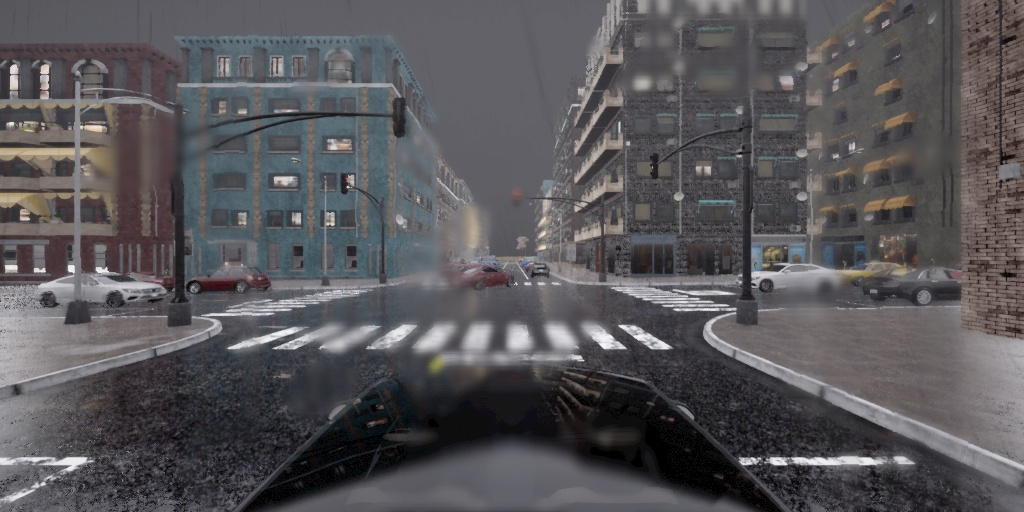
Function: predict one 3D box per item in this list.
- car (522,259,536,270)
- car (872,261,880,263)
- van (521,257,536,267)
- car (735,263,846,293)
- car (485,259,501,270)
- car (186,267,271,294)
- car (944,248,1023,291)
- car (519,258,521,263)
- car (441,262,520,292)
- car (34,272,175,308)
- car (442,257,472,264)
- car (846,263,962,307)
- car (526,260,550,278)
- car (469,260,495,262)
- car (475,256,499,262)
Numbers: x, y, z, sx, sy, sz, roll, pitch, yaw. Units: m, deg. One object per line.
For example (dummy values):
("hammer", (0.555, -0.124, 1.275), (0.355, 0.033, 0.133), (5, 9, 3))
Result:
("car", (2.573, 1.323, 44.648), (1.802, 1.307, 4.207), (0, 0, 0))
("car", (21.137, 1.000, 21.088), (4.829, 1.417, 1.751), (0, 0, 0))
("van", (2.574, 1.078, 50.201), (1.690, 1.789, 3.998), (0, 0, 0))
("car", (14.266, 1.083, 18.676), (4.674, 1.442, 1.812), (-1, 0, 2))
("car", (-2.828, 1.227, 54.488), (2.128, 1.511, 4.902), (0, 0, 0))
("car", (-16.902, 1.388, 21.395), (4.097, 1.591, 1.967), (0, 0, 0))
("car", (26.530, 0.624, 18.584), (5.566, 2.045, 2.150), (-1, 0, 0))
("car", (2.575, 1.171, 61.304), (1.967, 1.591, 4.097), (0, 0, 0))
("car", (-1.743, 1.286, 21.589), (1.812, 1.442, 4.674), (0, 1, 36))
("car", (-18.255, 1.481, 15.982), (4.674, 1.442, 1.812), (-1, 0, 1))
("car", (-5.310, 1.060, 33.545), (2.192, 1.841, 5.009), (0, 0, 0))
("car", (15.604, 1.082, 13.250), (4.403, 1.370, 2.007), (0, 0, 0))
("car", (2.571, 1.311, 33.544), (1.948, 1.339, 4.313), (0, 0, 0))
("car", (-2.844, 1.347, 33.338), (1.895, 1.301, 4.718), (0, 0, 0))
("car", (-2.844, 0.963, 43.763), (2.150, 2.045, 5.566), (0, 0, 0))
